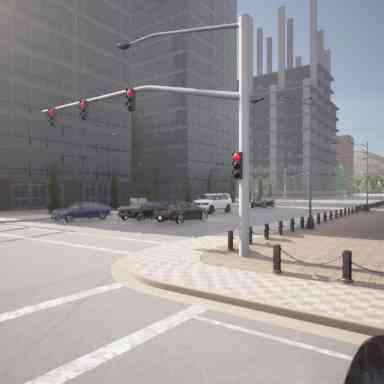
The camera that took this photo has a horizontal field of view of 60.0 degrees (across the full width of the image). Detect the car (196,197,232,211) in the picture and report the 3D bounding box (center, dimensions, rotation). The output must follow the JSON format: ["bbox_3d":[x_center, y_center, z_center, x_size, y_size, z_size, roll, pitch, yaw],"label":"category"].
[{"bbox_3d":[2.774,1.435,41.262,2.128,1.511,4.902,0,0,36],"label":"car"}]

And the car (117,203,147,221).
[{"bbox_3d":[-3.615,1.545,26.417,1.895,1.301,4.718,0,0,36],"label":"car"}]

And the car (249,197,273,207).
[{"bbox_3d":[10.985,1.545,52.562,1.895,1.301,4.718,0,0,36],"label":"car"}]

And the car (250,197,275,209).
[{"bbox_3d":[9.484,1.422,44.565,1.882,1.535,5.008,0,0,36],"label":"car"}]

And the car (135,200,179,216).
[{"bbox_3d":[-3.404,1.508,32.695,1.994,1.385,4.181,0,0,36],"label":"car"}]

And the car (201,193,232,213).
[{"bbox_3d":[2.094,1.166,34.332,2.150,2.045,5.566,0,0,36],"label":"car"}]

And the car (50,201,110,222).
[{"bbox_3d":[-8.485,1.470,25.659,1.812,1.442,4.674,0,0,38],"label":"car"}]

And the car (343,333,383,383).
[{"bbox_3d":[3.017,1.564,1.816,4.181,1.385,1.994,0,0,36],"label":"car"}]

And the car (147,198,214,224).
[{"bbox_3d":[-0.710,1.449,24.102,1.837,1.490,4.892,0,0,36],"label":"car"}]
